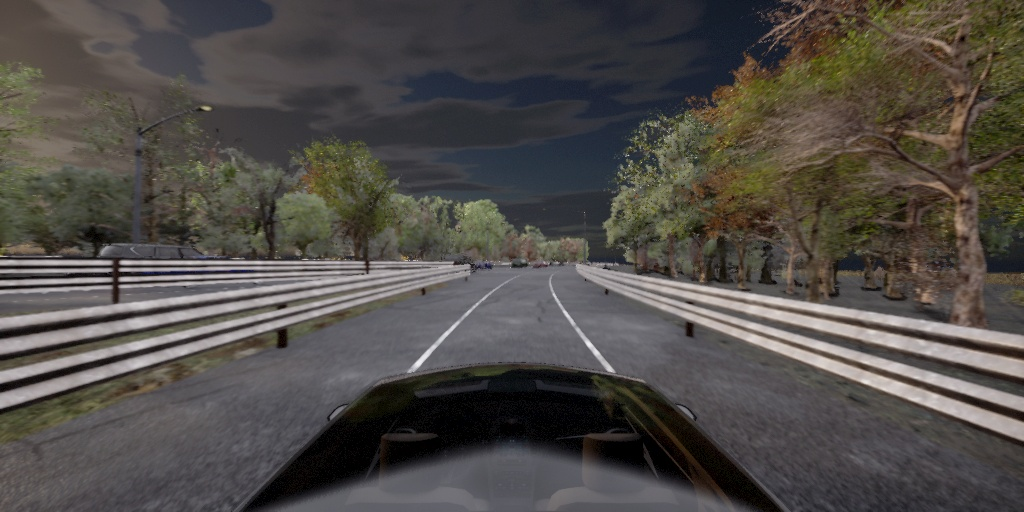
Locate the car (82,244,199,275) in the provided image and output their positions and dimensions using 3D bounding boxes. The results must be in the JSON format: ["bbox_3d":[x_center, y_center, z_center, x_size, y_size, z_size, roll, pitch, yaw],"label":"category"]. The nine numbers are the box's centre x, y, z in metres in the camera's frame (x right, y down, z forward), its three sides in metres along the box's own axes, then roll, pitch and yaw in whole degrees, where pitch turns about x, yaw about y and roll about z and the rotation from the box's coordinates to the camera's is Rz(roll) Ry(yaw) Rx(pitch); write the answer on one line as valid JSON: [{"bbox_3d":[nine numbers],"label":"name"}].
[{"bbox_3d":[-17.964,0.455,18.966,2.150,2.045,5.566,0,-1,20],"label":"car"}]

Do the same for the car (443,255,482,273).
[{"bbox_3d":[-5.939,0.975,41.908,2.150,2.045,5.566,2,-1,20],"label":"car"}]

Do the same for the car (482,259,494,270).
[{"bbox_3d":[-4.557,1.317,56.224,2.097,1.767,4.553,0,-1,20],"label":"car"}]

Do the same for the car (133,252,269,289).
[{"bbox_3d":[-14.701,0.737,17.707,1.882,1.535,5.008,0,-1,20],"label":"car"}]

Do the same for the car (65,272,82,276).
[{"bbox_3d":[-21.259,0.710,20.155,2.128,1.511,4.902,0,-1,20],"label":"car"}]
